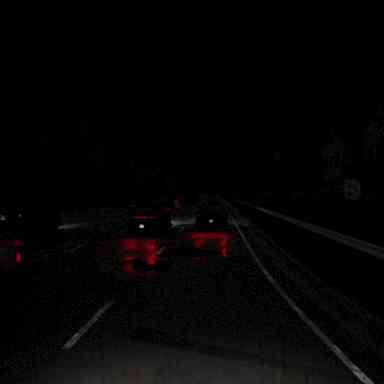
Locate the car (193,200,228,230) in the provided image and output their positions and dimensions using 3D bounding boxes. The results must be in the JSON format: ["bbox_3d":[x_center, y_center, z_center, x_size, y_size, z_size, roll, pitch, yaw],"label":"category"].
[{"bbox_3d":[1.307,1.528,21.743,1.882,1.535,5.008,0,0,4],"label":"car"}]

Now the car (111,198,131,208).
[{"bbox_3d":[-10.683,1.638,50.402,2.033,1.411,5.357,0,0,4],"label":"car"}]

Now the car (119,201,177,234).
[{"bbox_3d":[-2.378,1.531,19.413,2.128,1.511,4.902,0,0,4],"label":"car"}]

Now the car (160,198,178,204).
[{"bbox_3d":[-3.702,1.580,49.879,1.882,1.535,5.008,0,0,4],"label":"car"}]

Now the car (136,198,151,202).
[{"bbox_3d":[-7.192,1.644,50.140,2.033,1.411,5.357,0,0,4],"label":"car"}]

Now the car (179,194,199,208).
[{"bbox_3d":[-0.209,1.330,49.647,2.150,2.045,5.566,0,0,4],"label":"car"}]

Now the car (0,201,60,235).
[{"bbox_3d":[-9.423,1.375,19.064,2.097,1.767,4.553,0,0,4],"label":"car"}]
